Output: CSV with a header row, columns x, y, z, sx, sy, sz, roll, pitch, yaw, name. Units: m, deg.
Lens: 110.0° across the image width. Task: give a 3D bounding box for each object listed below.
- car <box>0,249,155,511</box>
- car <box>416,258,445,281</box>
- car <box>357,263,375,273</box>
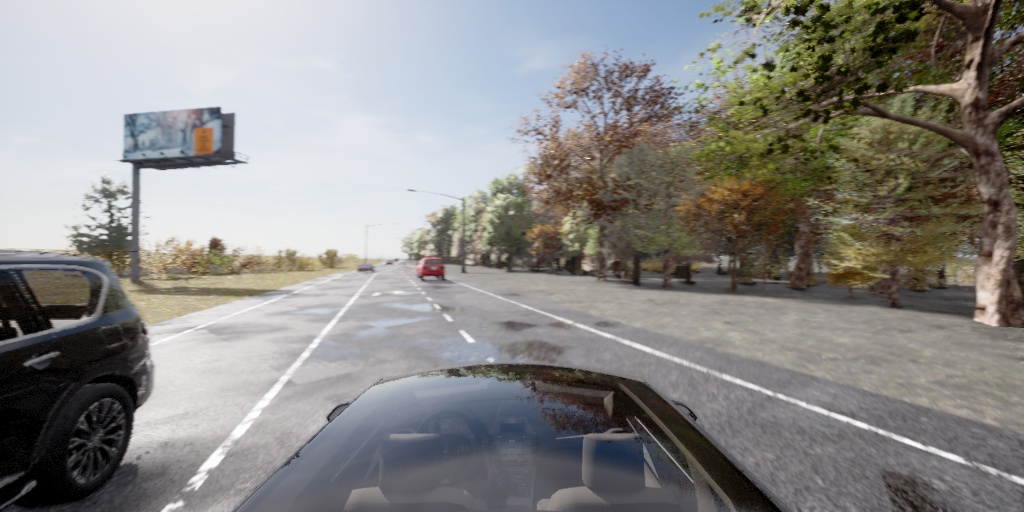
x,y,z,sx,sy,sz,roll,pitch,yaw,name
-3.982,0.954,1.244,2.150,2.045,5.566,0,0,-19,car
-7.547,1.193,33.219,2.150,2.045,5.566,0,0,-19,car
-19.964,1.600,49.097,1.994,1.385,4.181,0,0,-15,car
